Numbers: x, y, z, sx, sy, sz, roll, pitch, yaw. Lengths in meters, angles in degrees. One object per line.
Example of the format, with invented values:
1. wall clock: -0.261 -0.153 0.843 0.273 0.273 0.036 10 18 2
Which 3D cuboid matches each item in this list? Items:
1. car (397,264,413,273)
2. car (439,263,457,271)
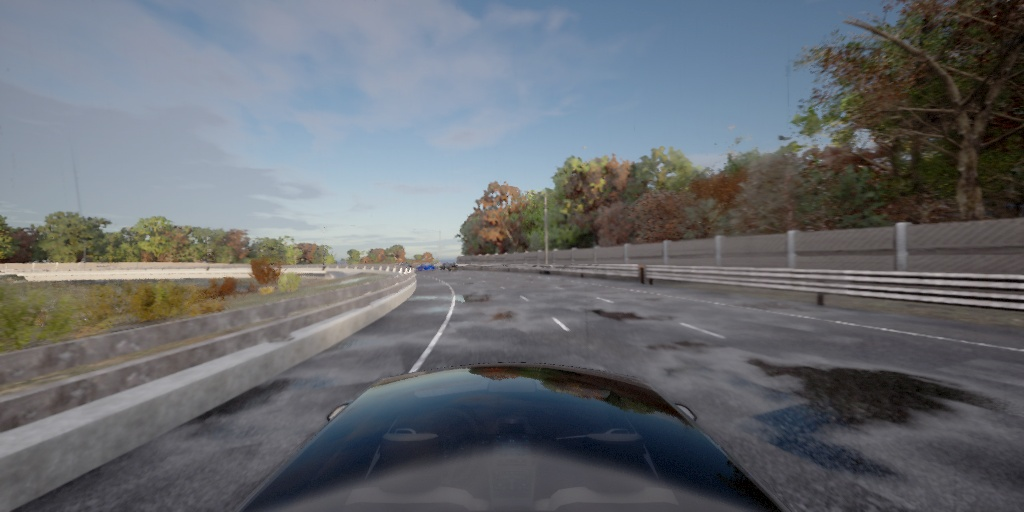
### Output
1. car: -18.668 2.086 62.492 1.837 1.490 4.892 0 -2 -34
2. car: -11.540 1.989 64.388 1.837 1.490 4.892 0 -2 -33
